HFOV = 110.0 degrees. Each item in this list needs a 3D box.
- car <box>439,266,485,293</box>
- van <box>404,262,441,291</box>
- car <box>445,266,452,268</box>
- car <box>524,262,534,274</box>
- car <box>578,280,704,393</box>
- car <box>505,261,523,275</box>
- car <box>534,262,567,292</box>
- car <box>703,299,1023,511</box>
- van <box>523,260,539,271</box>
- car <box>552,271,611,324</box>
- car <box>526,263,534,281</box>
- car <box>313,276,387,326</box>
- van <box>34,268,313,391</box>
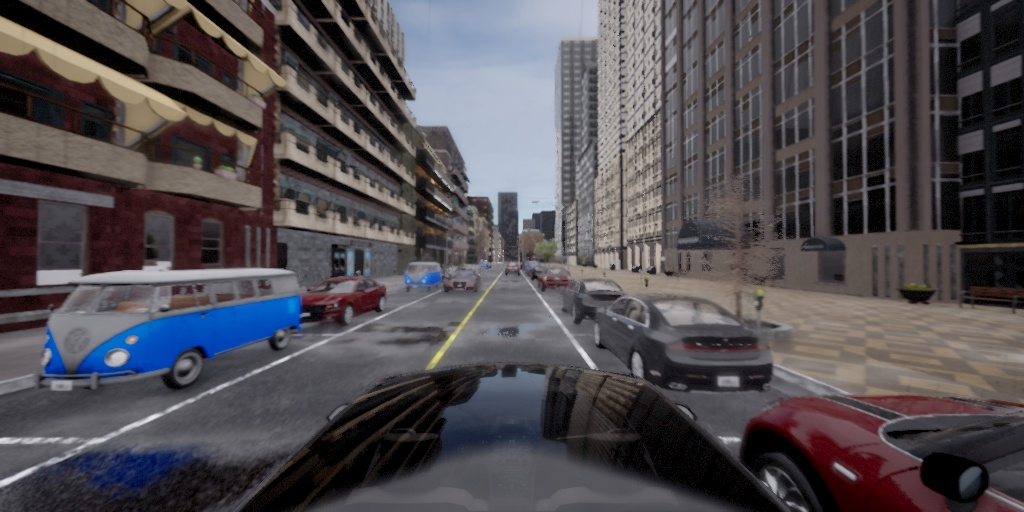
[{"bbox_3d":[-3.008,1.544,22.595,1.994,1.385,4.181,0,-1,0],"label":"car"},{"bbox_3d":[-5.698,1.289,23.197,1.690,1.789,3.998,0,0,0],"label":"van"},{"bbox_3d":[-5.701,1.605,34.242,2.007,1.370,4.403,0,0,0],"label":"car"},{"bbox_3d":[2.678,1.654,39.767,1.888,1.381,4.507,0,0,0],"label":"car"},{"bbox_3d":[2.690,1.345,6.632,2.007,1.370,4.403,0,0,0],"label":"car"},{"bbox_3d":[0.084,1.670,46.773,2.128,1.511,4.902,0,-1,0],"label":"car"},{"bbox_3d":[2.684,1.388,23.199,1.967,1.591,4.097,0,0,0],"label":"car"},{"bbox_3d":[2.692,1.184,1.109,1.967,1.591,4.097,0,0,0],"label":"car"},{"bbox_3d":[2.676,1.505,45.290,1.690,1.789,3.998,0,0,0],"label":"van"},{"bbox_3d":[2.688,1.396,12.155,2.007,1.370,4.403,0,0,0],"label":"car"},{"bbox_3d":[2.680,1.620,34.245,1.948,1.339,4.313,0,0,0],"label":"car"},{"bbox_3d":[-5.694,1.391,12.152,1.888,1.381,4.507,0,0,0],"label":"car"},{"bbox_3d":[-5.692,1.136,6.630,1.690,1.789,3.998,0,0,0],"label":"van"}]
